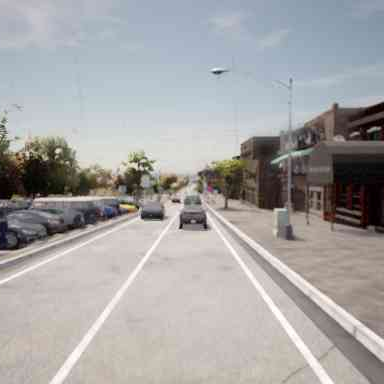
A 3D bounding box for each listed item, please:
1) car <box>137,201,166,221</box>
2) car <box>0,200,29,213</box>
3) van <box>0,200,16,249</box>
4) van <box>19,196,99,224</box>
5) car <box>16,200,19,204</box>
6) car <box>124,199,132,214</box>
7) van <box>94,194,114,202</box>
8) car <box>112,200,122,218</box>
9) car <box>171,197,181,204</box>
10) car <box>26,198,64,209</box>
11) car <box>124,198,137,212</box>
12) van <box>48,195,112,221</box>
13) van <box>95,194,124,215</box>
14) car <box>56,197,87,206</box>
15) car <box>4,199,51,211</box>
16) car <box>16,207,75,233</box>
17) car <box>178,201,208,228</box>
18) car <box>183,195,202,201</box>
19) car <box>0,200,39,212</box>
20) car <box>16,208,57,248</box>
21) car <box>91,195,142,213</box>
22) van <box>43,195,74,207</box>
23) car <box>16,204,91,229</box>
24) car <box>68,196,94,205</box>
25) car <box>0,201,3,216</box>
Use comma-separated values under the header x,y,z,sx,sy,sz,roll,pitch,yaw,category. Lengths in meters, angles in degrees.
x,y,z,sx,sy,sz,roll,pitch,yaw,category
-3.373,1.647,29.658,1.882,1.535,5.008,0,0,0,car
-22.103,1.685,38.941,4.892,1.521,2.231,0,0,0,car
-9.074,1.367,11.797,4.442,1.987,1.878,0,0,0,van
-9.099,1.430,23.018,4.442,1.987,1.878,0,0,0,van
-22.096,1.680,36.165,5.008,1.535,2.097,0,0,0,car
-9.009,1.717,34.233,4.674,1.452,2.002,0,0,0,car
-22.077,1.530,83.348,4.442,1.987,1.878,0,0,0,van
-8.989,1.669,28.626,5.008,1.535,2.097,0,0,0,car
-3.309,1.742,70.114,1.895,1.301,4.718,0,0,0,car
-22.092,1.728,50.044,4.792,1.488,2.163,0,0,0,car
-8.827,1.677,37.036,5.366,1.575,1.946,0,0,0,car
-8.872,1.438,25.820,4.442,1.987,1.878,0,0,0,van
-9.117,1.447,31.430,4.442,1.987,1.878,0,0,0,van
-22.140,1.714,61.146,5.008,1.535,2.097,0,0,0,car
-21.923,1.688,44.492,5.366,1.575,1.946,0,0,0,car
-8.967,1.672,17.406,4.674,1.452,2.002,0,0,0,car
0.080,1.649,23.546,1.837,1.490,4.892,0,0,0,car
0.067,1.419,40.628,2.150,2.045,5.566,0,0,0,car
-22.132,1.717,41.716,4.792,1.488,2.163,0,0,0,car
-8.970,1.614,14.603,4.892,1.521,2.231,0,0,0,car
-8.991,1.433,39.840,5.566,2.045,2.435,0,0,0,car
-22.250,1.480,55.594,4.442,1.987,1.878,0,0,0,van
-9.005,1.676,20.214,4.792,1.488,2.163,0,0,0,car
-22.189,1.598,66.697,4.553,1.767,2.185,0,0,0,car
-22.090,1.677,33.389,5.008,1.535,2.097,0,0,0,car
